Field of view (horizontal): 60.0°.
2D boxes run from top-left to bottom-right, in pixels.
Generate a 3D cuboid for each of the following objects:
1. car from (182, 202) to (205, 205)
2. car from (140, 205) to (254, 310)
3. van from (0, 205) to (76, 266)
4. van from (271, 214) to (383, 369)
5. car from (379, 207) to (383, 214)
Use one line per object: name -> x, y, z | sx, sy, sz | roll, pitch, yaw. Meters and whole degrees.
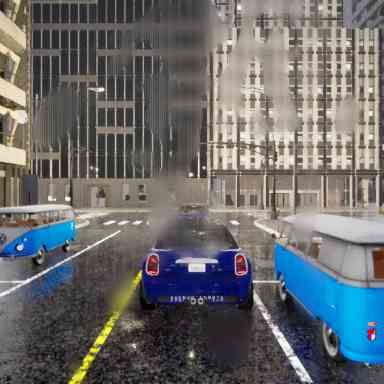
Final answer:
car -> 0.084, 1.360, 18.004 | 2.097, 1.767, 4.553 | 0, 0, 0
car -> 0.083, 1.355, 7.978 | 2.097, 1.767, 4.553 | 0, 0, 0
van -> -5.336, 1.346, 11.272 | 1.690, 1.788, 3.998 | 0, 0, 0
van -> 2.558, 1.343, 5.605 | 1.690, 1.788, 3.998 | 0, 0, 0
car -> 18.979, 1.492, 29.028 | 4.829, 1.417, 1.752 | 0, 0, 0
